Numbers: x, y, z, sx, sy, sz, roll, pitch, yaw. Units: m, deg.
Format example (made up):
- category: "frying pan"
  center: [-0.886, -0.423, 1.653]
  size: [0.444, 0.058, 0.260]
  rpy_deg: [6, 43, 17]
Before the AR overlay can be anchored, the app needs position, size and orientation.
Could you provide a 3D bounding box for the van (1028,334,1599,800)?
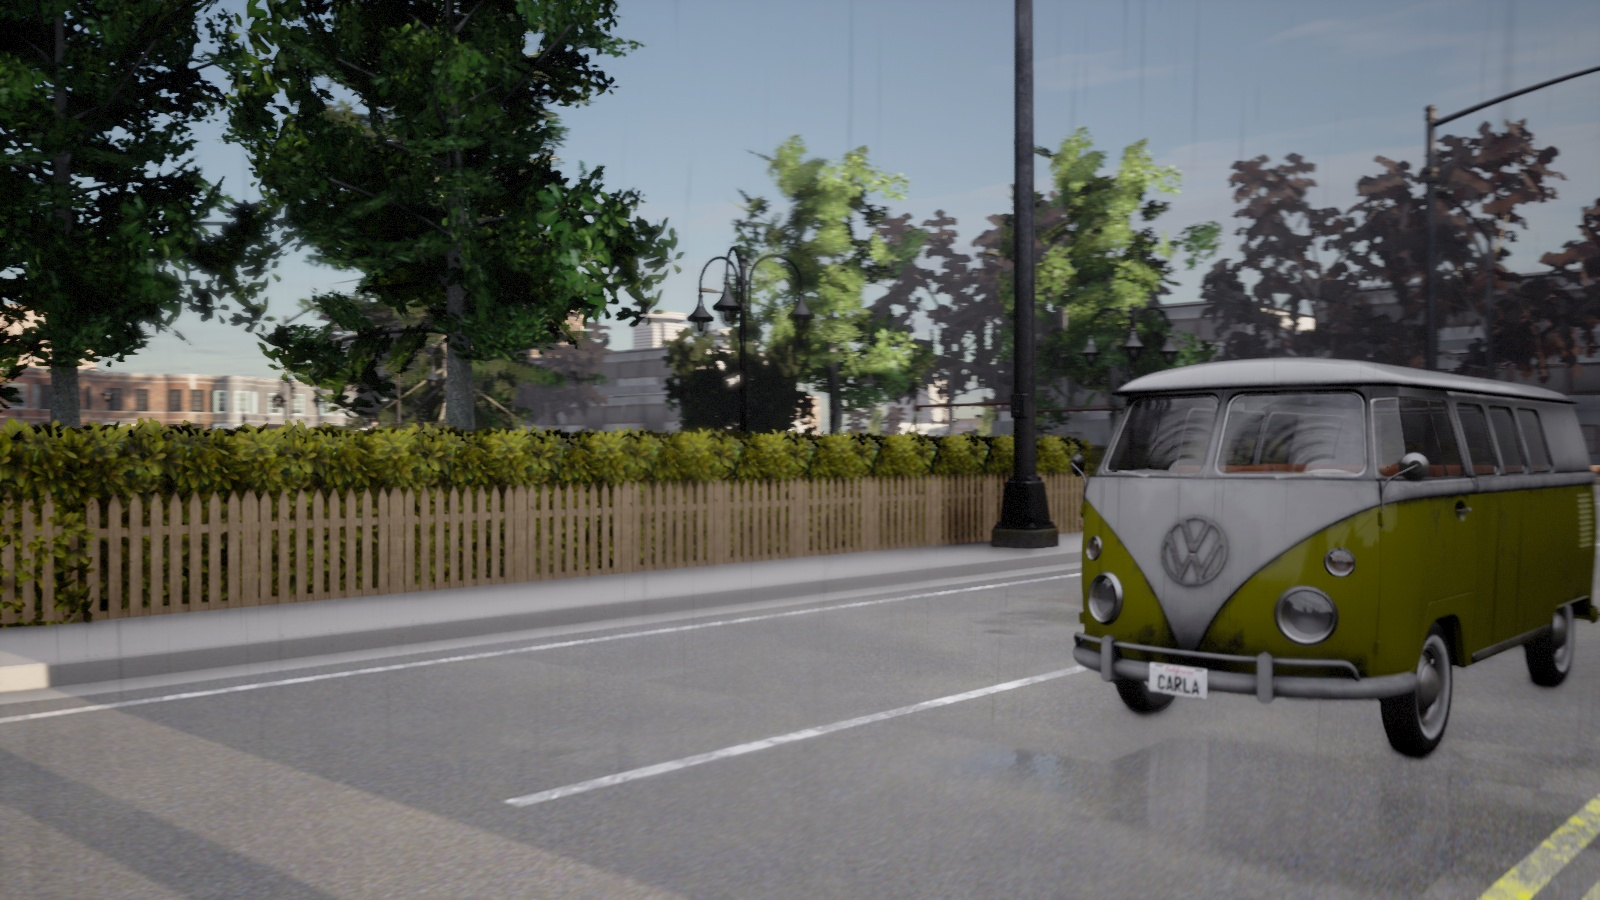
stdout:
- category: "van"
  center: [3.384, 0.496, 7.567]
  size: [1.775, 1.987, 4.442]
  rpy_deg: [0, 0, 44]
